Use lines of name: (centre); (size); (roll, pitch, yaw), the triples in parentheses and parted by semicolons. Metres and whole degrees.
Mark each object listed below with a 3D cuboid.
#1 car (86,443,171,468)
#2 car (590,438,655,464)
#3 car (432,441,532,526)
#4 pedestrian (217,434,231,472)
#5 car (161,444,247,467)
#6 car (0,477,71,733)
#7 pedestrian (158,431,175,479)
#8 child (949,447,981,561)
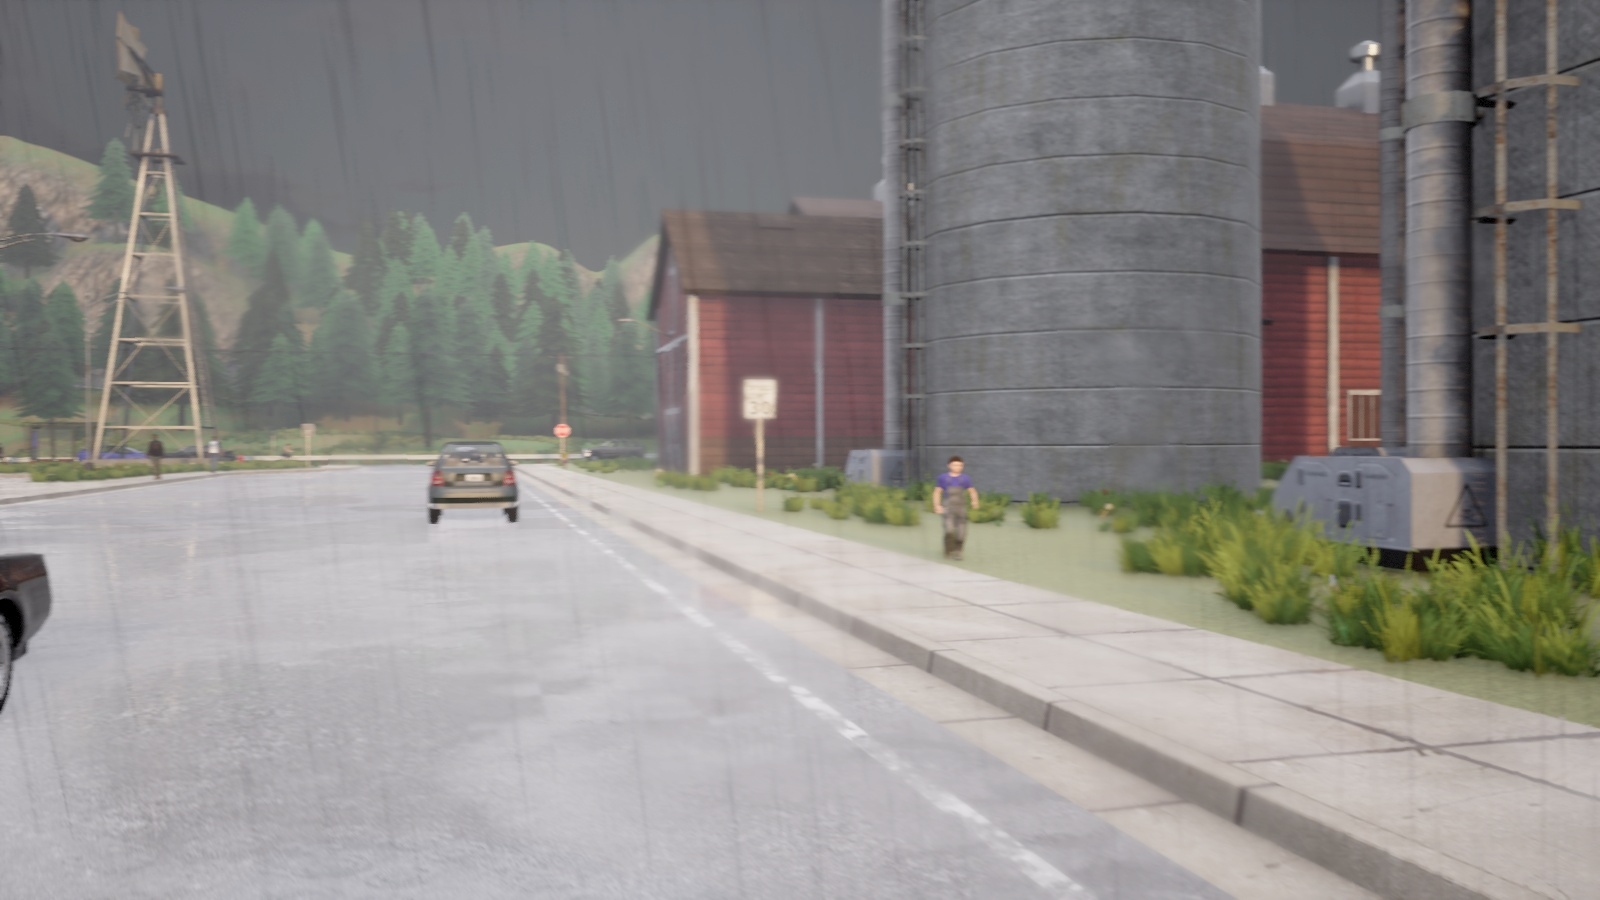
car: (-43.419, 0.337, 81.294); (4.514, 1.525, 2.007); (0, 0, -14)
car: (-13.037, 0.065, 92.231); (4.605, 1.855, 1.932); (0, 0, -13)
car: (-6.345, 0.597, 25.053); (1.789, 1.549, 3.705); (0, 0, -15)
pedestrian: (-27.842, 0.124, 60.713); (0.354, 1.836, 0.706); (0, 0, -3)
car: (-40.583, 0.336, 85.579); (5.008, 1.535, 1.882); (0, 0, -14)
car: (-4.781, 0.830, 5.155); (1.895, 1.301, 4.718); (0, 0, -15)
pedestrian: (-24.576, 0.185, 48.719); (0.431, 1.840, 0.703); (0, 0, -14)
child: (1.858, 0.595, 14.147); (0.270, 1.263, 0.437); (0, 0, -4)
